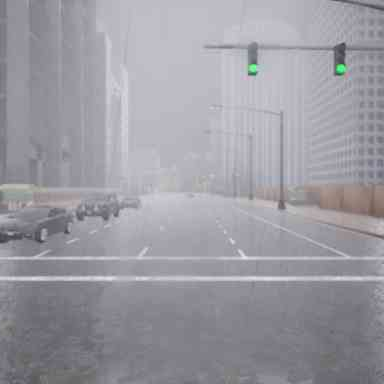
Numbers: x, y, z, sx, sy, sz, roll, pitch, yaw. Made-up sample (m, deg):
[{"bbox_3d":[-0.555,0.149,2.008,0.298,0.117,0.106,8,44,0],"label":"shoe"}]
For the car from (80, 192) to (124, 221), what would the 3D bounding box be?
[{"bbox_3d":[-7.088,1.043,25.683,2.150,2.045,5.566,0,1,0],"label":"car"}]

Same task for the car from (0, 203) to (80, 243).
[{"bbox_3d":[-7.103,1.398,15.506,1.837,1.490,4.892,0,0,1],"label":"car"}]

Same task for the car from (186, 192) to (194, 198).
[{"bbox_3d":[-0.349,0.904,90.593,2.033,1.411,5.357,0,0,-1],"label":"car"}]

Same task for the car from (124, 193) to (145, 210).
[{"bbox_3d":[-7.063,1.237,38.816,1.837,1.490,4.892,0,0,0],"label":"car"}]
